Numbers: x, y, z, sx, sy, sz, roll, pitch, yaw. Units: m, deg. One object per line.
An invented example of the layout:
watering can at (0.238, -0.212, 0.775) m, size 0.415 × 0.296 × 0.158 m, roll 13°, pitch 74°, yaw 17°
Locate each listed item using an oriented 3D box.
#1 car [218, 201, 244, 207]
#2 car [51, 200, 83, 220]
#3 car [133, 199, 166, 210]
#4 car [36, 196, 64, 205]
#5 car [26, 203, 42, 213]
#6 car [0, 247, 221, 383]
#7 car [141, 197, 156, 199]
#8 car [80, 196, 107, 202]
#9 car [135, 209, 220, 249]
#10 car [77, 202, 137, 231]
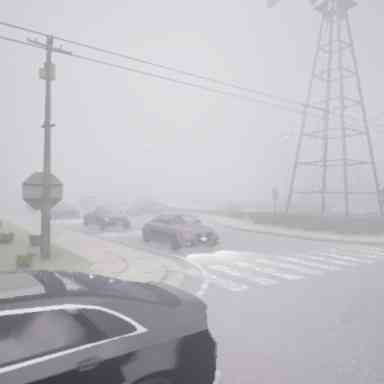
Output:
car at (4.973, 1.901, 42.797) m, size 3.905 × 1.438 × 1.784 m, roll 1°, pitch -1°, yaw -36°
car at (-11.422, 1.667, 29.611) m, size 1.994 × 1.385 × 4.181 m, roll 1°, pitch -1°, yaw -35°
car at (-4.704, 1.716, 34.238) m, size 4.193 × 1.474 × 1.816 m, roll 1°, pitch -1°, yaw -36°
car at (-27.418, 1.677, 64.318) m, size 4.611 × 1.667 × 2.242 m, roll 1°, pitch -1°, yaw -36°
car at (-17.609, 1.578, 37.983) m, size 1.882 × 1.535 × 5.008 m, roll 1°, pitch -1°, yaw -36°
car at (-2.011, 1.488, 2.559) m, size 4.902 × 1.511 × 2.128 m, roll 1°, pitch -1°, yaw -36°
car at (-8.444, 1.684, 60.834) m, size 4.605 × 1.855 × 1.932 m, roll 1°, pitch -1°, yaw -36°
car at (-13.122, 1.514, 44.784) m, size 3.866 × 1.878 × 1.905 m, roll 1°, pitch -1°, yaw -36°
car at (-0.610, 1.670, 14.771) m, size 1.994 × 1.385 × 4.181 m, roll 1°, pitch -1°, yaw -33°
car at (-5.700, 1.631, 21.887) m, size 1.812 × 1.442 × 4.674 m, roll 1°, pitch -1°, yaw -36°
